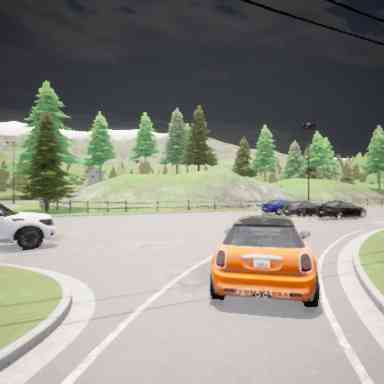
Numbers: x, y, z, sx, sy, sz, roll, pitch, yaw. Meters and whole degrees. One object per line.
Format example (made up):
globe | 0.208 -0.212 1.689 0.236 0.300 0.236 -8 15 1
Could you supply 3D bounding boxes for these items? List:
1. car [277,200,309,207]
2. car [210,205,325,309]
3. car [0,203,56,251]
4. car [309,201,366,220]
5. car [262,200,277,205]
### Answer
car | 10.612 1.585 31.320 4.674 1.442 1.812 0 0 -29
car | 1.833 1.367 8.274 2.097 1.767 4.553 0 0 14
car | -8.277 1.246 12.853 5.566 2.045 2.150 0 0 -29
car | 12.796 1.533 28.528 5.008 1.535 1.882 0 0 -29
car | 9.522 1.543 34.716 5.008 1.535 1.882 0 0 -29
